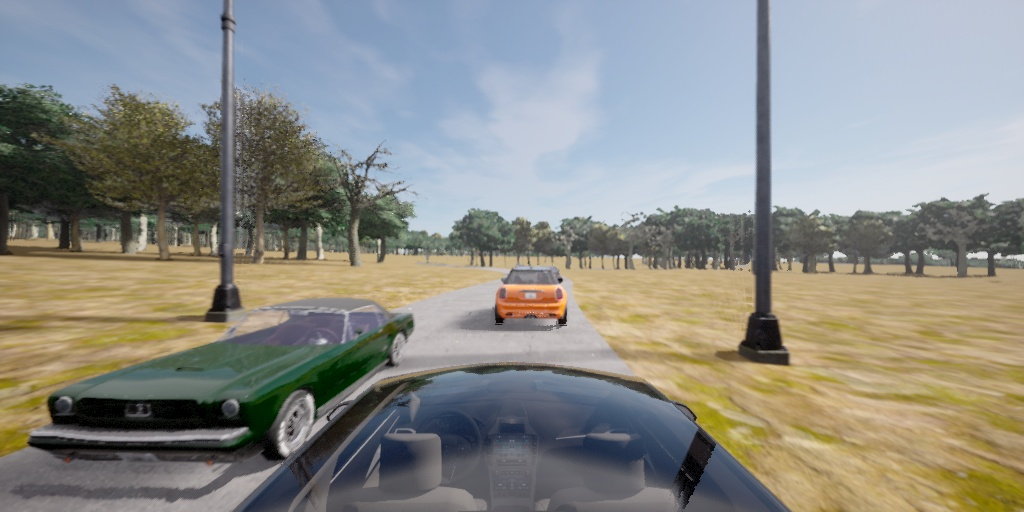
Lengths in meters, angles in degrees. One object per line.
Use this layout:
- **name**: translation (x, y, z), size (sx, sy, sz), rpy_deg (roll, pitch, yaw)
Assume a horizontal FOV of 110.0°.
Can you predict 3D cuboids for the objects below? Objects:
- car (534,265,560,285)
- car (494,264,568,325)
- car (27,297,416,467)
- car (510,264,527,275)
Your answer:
- **car**: translation (3.061, 1.516, 30.268), size (2.033, 1.411, 5.357), rpy_deg (0, -1, 8)
- **car**: translation (0.669, 1.121, 12.028), size (2.097, 1.767, 4.553), rpy_deg (0, 0, 4)
- **car**: translation (-2.972, 1.340, 5.127), size (1.895, 1.301, 4.718), rpy_deg (0, 0, 2)
- **car**: translation (0.830, 1.769, 47.701), size (1.994, 1.385, 4.181), rpy_deg (0, -1, -1)
